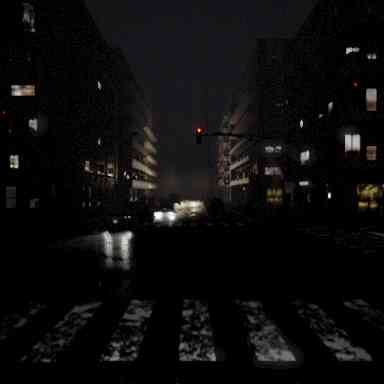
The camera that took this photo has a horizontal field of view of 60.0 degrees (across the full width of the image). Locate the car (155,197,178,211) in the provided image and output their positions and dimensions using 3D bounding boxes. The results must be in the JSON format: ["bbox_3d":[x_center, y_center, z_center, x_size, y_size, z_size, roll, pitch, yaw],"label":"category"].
[{"bbox_3d":[-3.073,1.593,39.905,1.895,1.301,4.718,0,0,0],"label":"car"}]

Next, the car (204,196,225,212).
[{"bbox_3d":[2.711,1.432,37.970,1.967,1.590,4.097,0,0,0],"label":"car"}]

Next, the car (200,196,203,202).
[{"bbox_3d":[2.721,1.574,55.017,1.802,1.307,4.206,0,0,0],"label":"car"}]

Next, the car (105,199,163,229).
[{"bbox_3d":[-3.943,1.485,22.022,2.128,1.511,4.902,0,0,14],"label":"car"}]

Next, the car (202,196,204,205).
[{"bbox_3d":[2.715,1.432,43.652,1.967,1.590,4.097,0,0,0],"label":"car"}]

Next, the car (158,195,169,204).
[{"bbox_3d":[-5.653,1.435,66.385,1.967,1.590,4.097,0,0,0],"label":"car"}]

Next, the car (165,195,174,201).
[{"bbox_3d":[-5.643,1.553,83.431,2.008,1.369,4.403,0,0,0],"label":"car"}]

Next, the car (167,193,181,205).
[{"bbox_3d":[-3.036,1.216,57.147,2.150,2.045,5.566,0,0,0],"label":"car"}]

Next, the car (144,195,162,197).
[{"bbox_3d":[-5.666,1.307,43.655,2.192,1.841,5.009,0,0,0],"label":"car"}]

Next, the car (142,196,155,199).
[{"bbox_3d":[-5.669,1.517,37.803,1.752,1.417,4.829,0,0,0],"label":"car"}]
